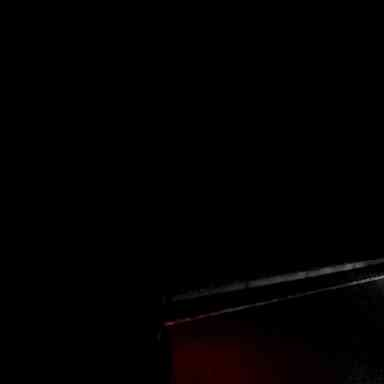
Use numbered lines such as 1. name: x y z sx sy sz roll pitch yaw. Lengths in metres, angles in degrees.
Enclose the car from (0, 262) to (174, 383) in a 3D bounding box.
1. car: -2.630 1.435 2.783 5.008 1.535 1.882 0 0 -25
